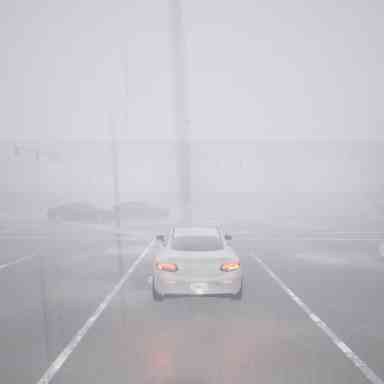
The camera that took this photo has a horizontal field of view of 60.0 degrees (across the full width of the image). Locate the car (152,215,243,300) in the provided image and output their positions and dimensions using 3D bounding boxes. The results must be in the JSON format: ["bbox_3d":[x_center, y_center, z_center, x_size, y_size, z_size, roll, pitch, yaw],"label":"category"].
[{"bbox_3d":[0.073,1.527,8.251,1.812,1.442,4.674,0,0,-1],"label":"car"}]

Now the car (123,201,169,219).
[{"bbox_3d":[-4.364,1.498,27.930,4.892,1.490,1.837,0,0,2],"label":"car"}]

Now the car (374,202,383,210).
[{"bbox_3d":[23.300,1.397,37.886,4.674,1.442,1.812,-1,0,2],"label":"car"}]

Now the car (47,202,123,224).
[{"bbox_3d":[-8.011,1.473,24.527,5.008,1.535,1.882,0,0,2],"label":"car"}]
